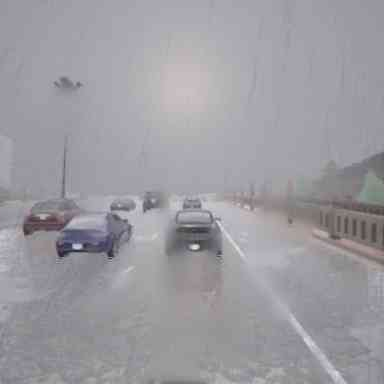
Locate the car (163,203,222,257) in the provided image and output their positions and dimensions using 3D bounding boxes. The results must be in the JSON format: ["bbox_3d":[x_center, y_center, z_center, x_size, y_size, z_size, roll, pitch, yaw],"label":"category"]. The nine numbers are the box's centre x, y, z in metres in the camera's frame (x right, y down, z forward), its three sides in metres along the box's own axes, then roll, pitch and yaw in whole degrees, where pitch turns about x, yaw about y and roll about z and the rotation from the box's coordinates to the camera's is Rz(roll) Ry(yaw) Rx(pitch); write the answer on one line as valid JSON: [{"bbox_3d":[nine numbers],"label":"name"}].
[{"bbox_3d":[0.069,1.405,12.595,1.837,1.490,4.892,0,1,0],"label":"car"}]

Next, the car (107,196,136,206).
[{"bbox_3d":[-6.985,1.241,34.034,1.994,1.385,4.181,0,1,0],"label":"car"}]

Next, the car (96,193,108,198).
[{"bbox_3d":[-14.196,0.999,51.644,1.837,1.490,4.892,0,1,0],"label":"car"}]

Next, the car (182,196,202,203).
[{"bbox_3d":[0.016,1.161,34.237,2.128,1.511,4.902,0,1,0],"label":"car"}]

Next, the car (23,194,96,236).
[{"bbox_3d":[-6.942,1.204,17.602,2.097,1.767,4.553,0,1,0],"label":"car"}]

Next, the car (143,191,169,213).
[{"bbox_3d":[-3.480,0.911,32.625,2.150,2.045,5.566,0,1,0],"label":"car"}]

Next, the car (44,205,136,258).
[{"bbox_3d":[-3.430,1.432,12.247,1.812,1.442,4.674,0,1,0],"label":"car"}]

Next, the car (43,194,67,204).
[{"bbox_3d":[-21.186,1.066,51.590,1.994,1.385,4.181,0,1,0],"label":"car"}]
